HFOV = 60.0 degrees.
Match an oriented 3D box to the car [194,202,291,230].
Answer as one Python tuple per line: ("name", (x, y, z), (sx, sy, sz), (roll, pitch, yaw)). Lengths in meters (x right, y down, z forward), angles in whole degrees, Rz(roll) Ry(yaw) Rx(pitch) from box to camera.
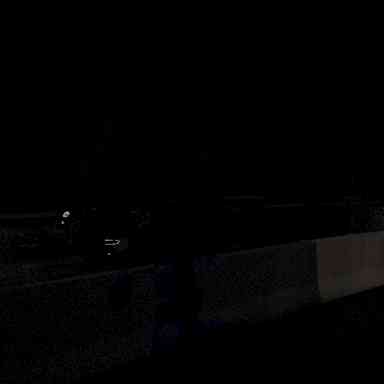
("car", (3.027, 1.426, 18.394), (5.357, 1.411, 2.033), (-1, 0, -31))

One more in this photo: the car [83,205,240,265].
("car", (-0.939, 1.419, 11.692), (5.008, 1.535, 1.882), (-1, 0, -33))

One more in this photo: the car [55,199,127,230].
("car", (-6.119, 1.277, 20.837), (4.553, 1.767, 2.097), (-1, 0, -33))

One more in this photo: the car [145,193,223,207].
("car", (-0.466, 1.114, 20.340), (5.566, 2.045, 2.150), (0, 0, -32))
